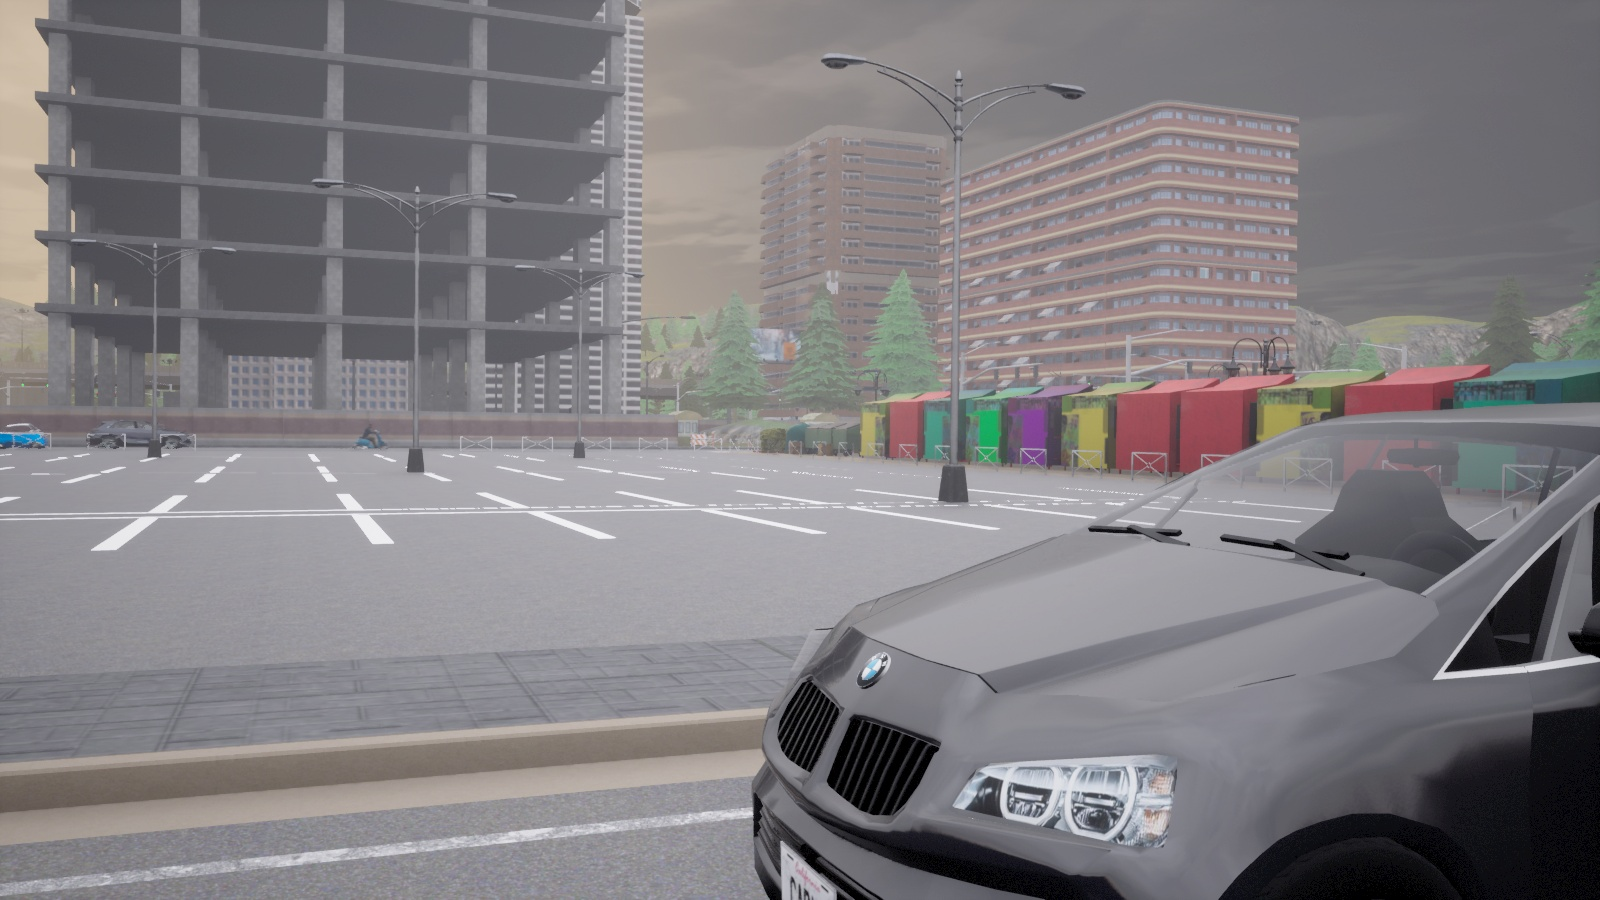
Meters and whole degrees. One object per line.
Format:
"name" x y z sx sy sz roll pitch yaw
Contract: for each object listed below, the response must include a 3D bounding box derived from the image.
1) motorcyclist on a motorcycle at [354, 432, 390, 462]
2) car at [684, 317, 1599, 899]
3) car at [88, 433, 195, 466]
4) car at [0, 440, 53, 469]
"motorcyclist on a motorcycle" -23.222 -0.161 68.131 1.817 1.590 0.866 -1 1 -23
"car" 2.168 0.553 4.061 4.611 1.667 2.242 -1 1 -21
"car" -35.036 -0.039 66.991 4.856 1.649 2.033 -1 1 -23
"car" -38.218 0.204 61.868 2.207 1.376 1.481 -1 1 -23
